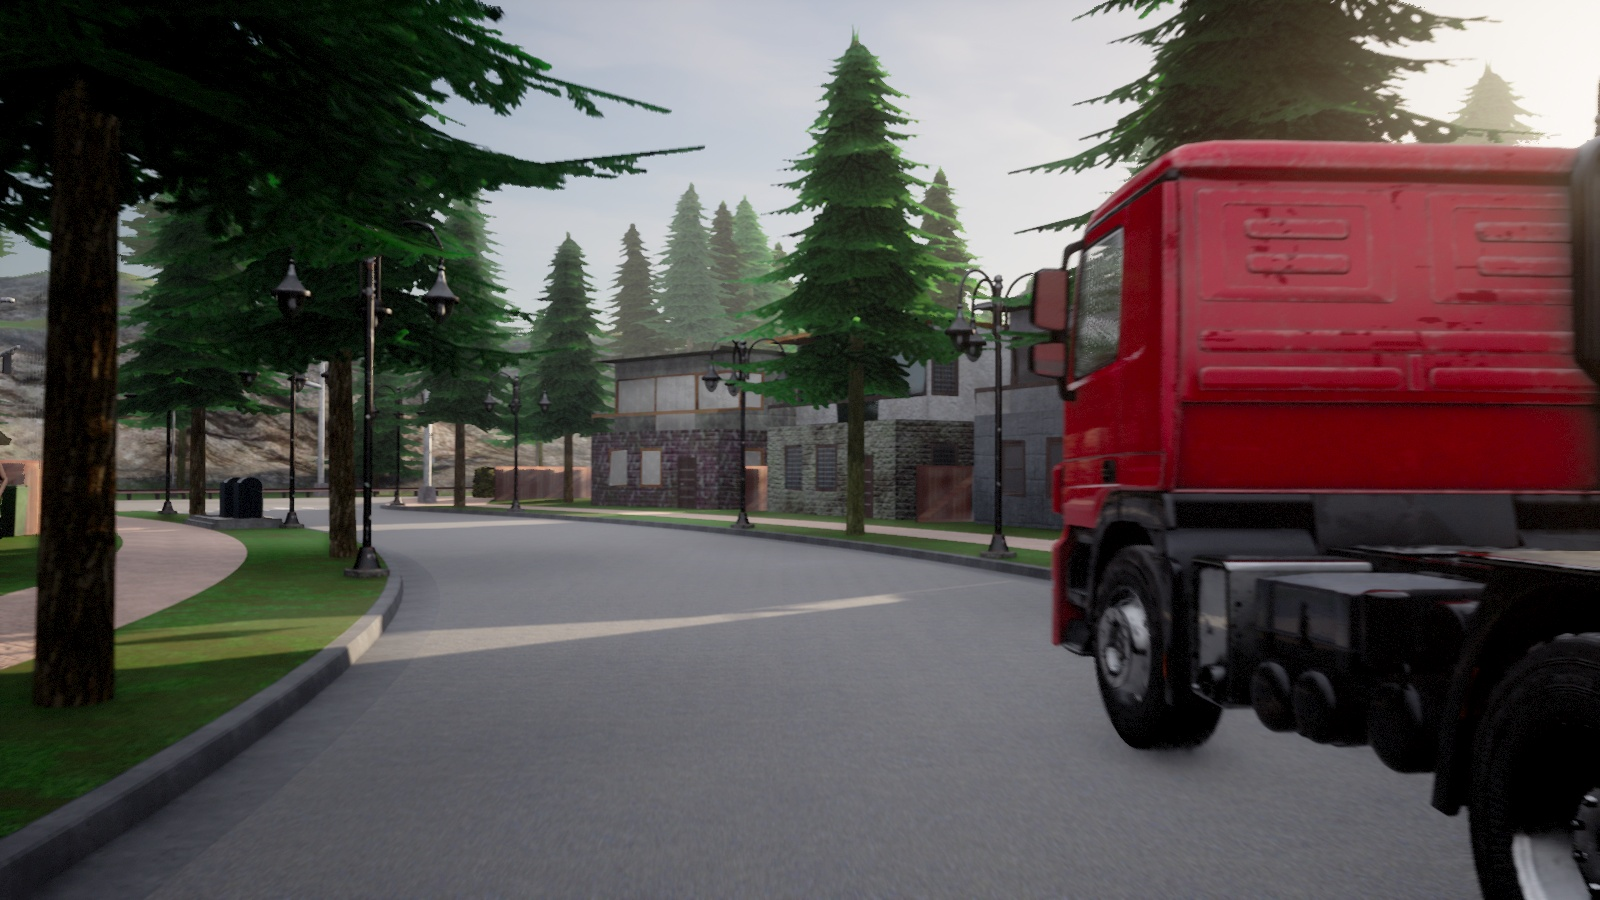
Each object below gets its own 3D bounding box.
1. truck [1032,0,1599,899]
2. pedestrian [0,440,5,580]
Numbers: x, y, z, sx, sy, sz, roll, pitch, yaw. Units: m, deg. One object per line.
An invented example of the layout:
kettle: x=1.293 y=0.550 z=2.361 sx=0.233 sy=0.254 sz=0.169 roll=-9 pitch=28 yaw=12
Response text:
truck: x=3.317 y=-0.097 z=5.037 sx=2.891 sy=3.462 sz=7.936 roll=0 pitch=-1 yaw=-3
pedestrian: x=-10.588 y=0.782 z=16.287 sx=0.345 sy=1.836 sz=0.594 roll=0 pitch=-1 yaw=-21
